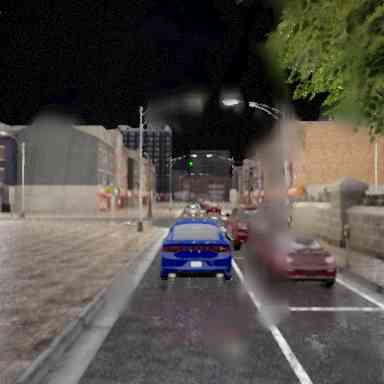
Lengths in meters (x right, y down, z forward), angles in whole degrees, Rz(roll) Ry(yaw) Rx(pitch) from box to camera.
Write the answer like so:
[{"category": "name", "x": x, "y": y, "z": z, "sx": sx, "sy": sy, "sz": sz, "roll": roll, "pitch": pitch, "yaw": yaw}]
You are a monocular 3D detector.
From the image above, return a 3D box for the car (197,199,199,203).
[{"category": "car", "x": 2.650, "y": 2.107, "z": 63.120, "sx": 2.192, "sy": 1.841, "sz": 5.009, "roll": 1, "pitch": -1, "yaw": 0}]

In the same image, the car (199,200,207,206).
[{"category": "car", "x": 2.648, "y": 2.609, "z": 79.427, "sx": 1.802, "sy": 1.307, "sz": 4.206, "roll": 0, "pitch": -1, "yaw": 0}]

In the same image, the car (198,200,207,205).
[{"category": "car", "x": 2.648, "y": 2.659, "z": 84.864, "sx": 2.008, "sy": 1.369, "sz": 4.403, "roll": 0, "pitch": -1, "yaw": 0}]

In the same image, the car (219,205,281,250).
[{"category": "car", "x": 2.650, "y": 1.485, "z": 14.944, "sx": 2.192, "sy": 1.841, "sz": 5.009, "roll": 1, "pitch": -1, "yaw": 0}]

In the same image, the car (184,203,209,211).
[{"category": "car", "x": 0.103, "y": 1.881, "z": 28.019, "sx": 2.033, "sy": 1.411, "sz": 5.357, "roll": 0, "pitch": -1, "yaw": 0}]

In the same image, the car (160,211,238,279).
[{"category": "car", "x": 0.100, "y": 1.595, "z": 10.435, "sx": 1.882, "sy": 1.535, "sz": 5.008, "roll": 0, "pitch": 0, "yaw": 0}]

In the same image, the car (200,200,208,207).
[{"category": "car", "x": 2.648, "y": 2.529, "z": 73.990, "sx": 1.802, "sy": 1.307, "sz": 4.206, "roll": 0, "pitch": -1, "yaw": 0}]

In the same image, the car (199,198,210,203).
[{"category": "car", "x": 2.648, "y": 2.261, "z": 57.680, "sx": 1.887, "sy": 1.381, "sz": 4.507, "roll": 1, "pitch": -1, "yaw": 0}]

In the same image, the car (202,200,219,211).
[{"category": "car", "x": 2.648, "y": 2.042, "z": 41.370, "sx": 1.887, "sy": 1.381, "sz": 4.507, "roll": 1, "pitch": -1, "yaw": 0}]

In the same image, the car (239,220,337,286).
[{"category": "car", "x": 2.647, "y": 1.689, "z": 9.492, "sx": 1.802, "sy": 1.307, "sz": 4.206, "roll": 1, "pitch": -1, "yaw": 0}]

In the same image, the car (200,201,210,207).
[{"category": "car", "x": 2.648, "y": 2.451, "z": 68.554, "sx": 1.802, "sy": 1.307, "sz": 4.206, "roll": 0, "pitch": -1, "yaw": 0}]
